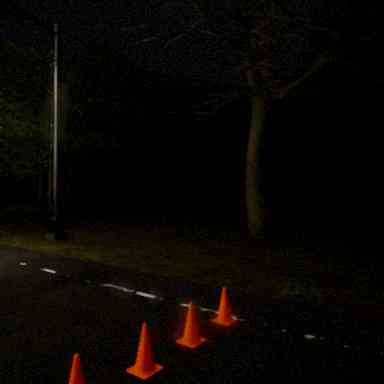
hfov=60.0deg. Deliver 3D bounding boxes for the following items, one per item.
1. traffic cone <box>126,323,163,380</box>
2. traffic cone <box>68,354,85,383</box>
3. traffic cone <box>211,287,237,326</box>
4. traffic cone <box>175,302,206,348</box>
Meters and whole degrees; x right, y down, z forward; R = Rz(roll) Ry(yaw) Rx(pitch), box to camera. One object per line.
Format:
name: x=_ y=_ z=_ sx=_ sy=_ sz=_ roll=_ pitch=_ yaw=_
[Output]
traffic cone: x=-0.597 y=1.957 z=4.210 sx=0.340 sy=0.580 sz=0.340 roll=0 pitch=0 yaw=36
traffic cone: x=-1.180 y=1.953 z=3.399 sx=0.340 sy=0.580 sz=0.340 roll=0 pitch=0 yaw=36
traffic cone: x=0.569 y=1.966 z=5.834 sx=0.340 sy=0.580 sz=0.340 roll=0 pitch=0 yaw=36
traffic cone: x=-0.015 y=1.962 z=5.022 sx=0.340 sy=0.580 sz=0.340 roll=0 pitch=0 yaw=36
